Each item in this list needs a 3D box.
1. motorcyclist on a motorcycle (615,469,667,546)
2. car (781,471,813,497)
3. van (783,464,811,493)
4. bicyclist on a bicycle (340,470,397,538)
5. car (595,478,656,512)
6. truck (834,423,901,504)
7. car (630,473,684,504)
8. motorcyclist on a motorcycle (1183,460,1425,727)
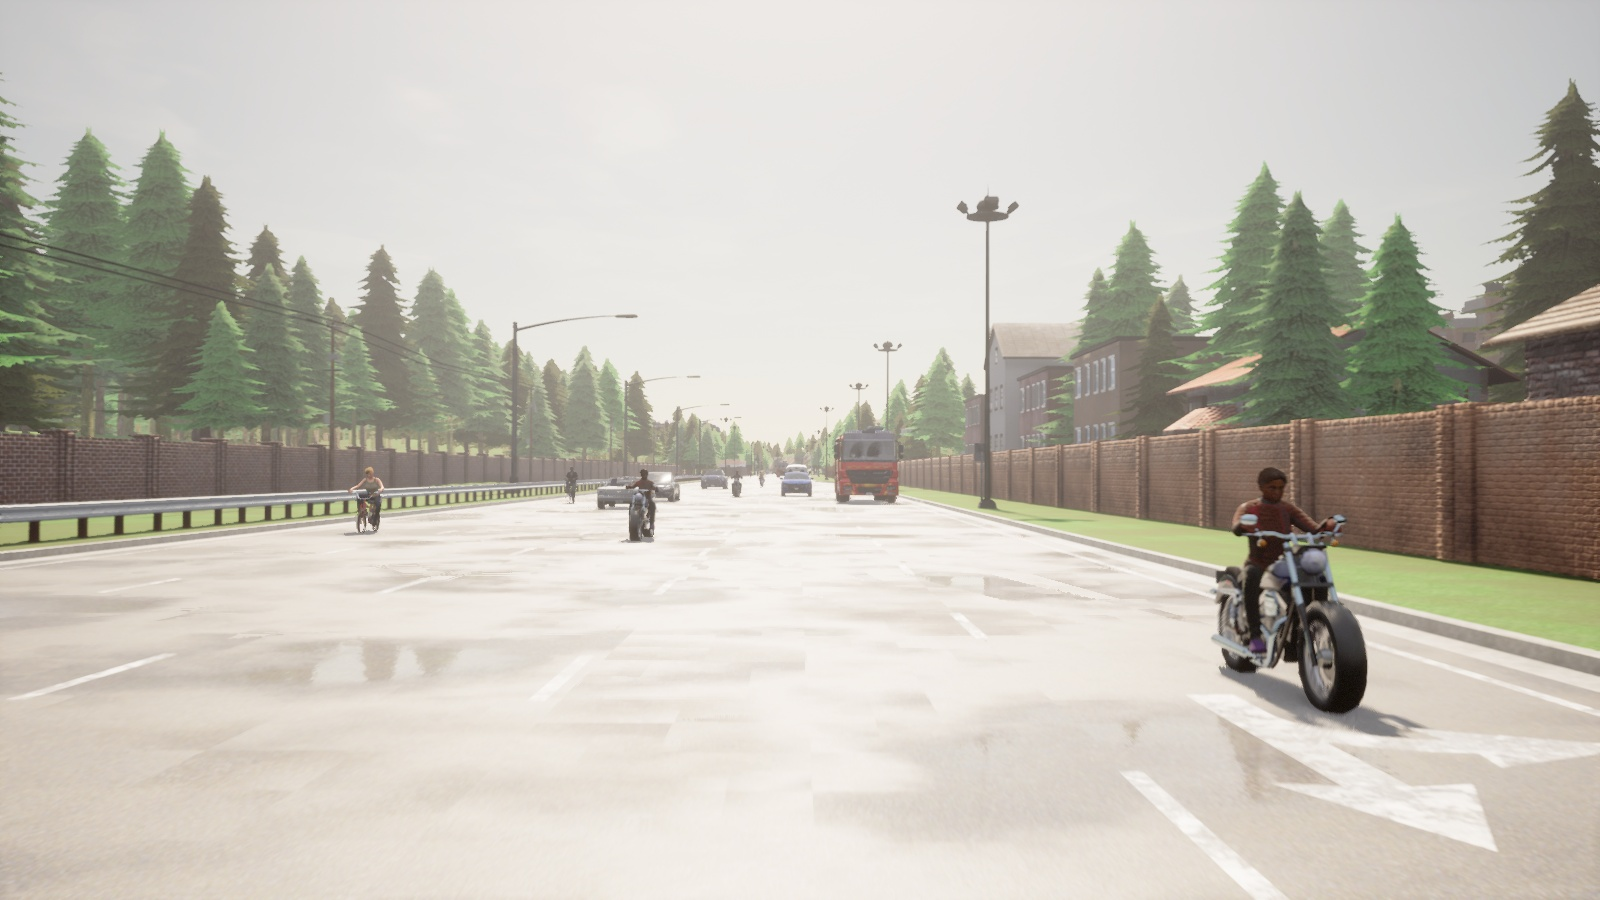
[{"bbox_3d":[-3.550,1.253,28.276,0.766,1.649,2.350,0,-1,2],"label":"motorcyclist on a motorcycle"},{"bbox_3d":[-0.192,2.094,77.676,1.882,1.535,5.008,0,-1,0],"label":"car"},{"bbox_3d":[-0.231,2.100,93.245,2.069,2.038,4.480,0,-1,0],"label":"van"},{"bbox_3d":[-10.571,1.309,30.799,0.866,1.612,1.509,0,-1,0],"label":"bicyclist on a bicycle"},{"bbox_3d":[-7.127,1.810,51.748,1.895,1.301,4.718,0,-1,0],"label":"car"},{"bbox_3d":[3.337,0.713,64.252,2.891,3.827,8.468,0,-1,0],"label":"truck"},{"bbox_3d":[-7.156,1.904,63.379,2.163,1.488,4.792,0,-1,0],"label":"car"},{"bbox_3d":[3.477,0.901,8.952,0.766,1.649,2.350,0,-1,0],"label":"motorcyclist on a motorcycle"}]
